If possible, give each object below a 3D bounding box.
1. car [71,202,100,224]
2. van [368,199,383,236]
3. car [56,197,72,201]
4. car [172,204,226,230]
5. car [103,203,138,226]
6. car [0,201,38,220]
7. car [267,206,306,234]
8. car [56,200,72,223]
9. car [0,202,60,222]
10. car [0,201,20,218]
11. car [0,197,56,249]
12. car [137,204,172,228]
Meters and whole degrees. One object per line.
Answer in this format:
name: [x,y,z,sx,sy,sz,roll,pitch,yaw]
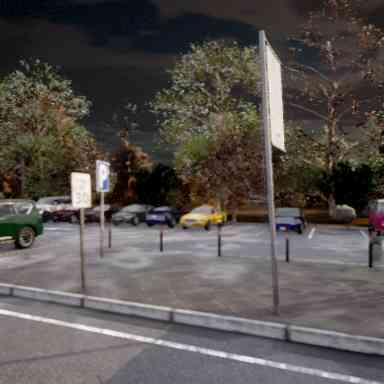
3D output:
car: [-6.751,1.676,26.304,2.097,1.535,5.008,0,0,23]
van: [11.232,1.407,18.953,1.878,1.987,4.442,0,0,23]
car: [-11.891,1.437,28.405,2.435,2.045,5.566,0,0,23]
car: [0.864,1.653,22.933,1.946,1.575,5.366,0,0,23]
car: [-4.188,1.671,25.240,2.231,1.521,4.892,0,0,23]
car: [-17.009,1.699,30.556,2.097,1.535,5.008,0,0,23]
car: [6.051,1.674,20.946,2.163,1.488,4.792,0,0,23]
car: [-9.315,1.683,27.370,2.097,1.535,5.008,0,0,23]
car: [-14.444,1.696,29.489,2.231,1.521,4.892,0,0,23]
car: [-19.501,1.699,31.797,1.946,1.575,5.366,0,0,23]
car: [-8.417,1.324,12.798,2.435,2.045,5.566,0,0,23]
car: [-1.616,1.693,24.196,2.163,1.488,4.792,0,0,23]
